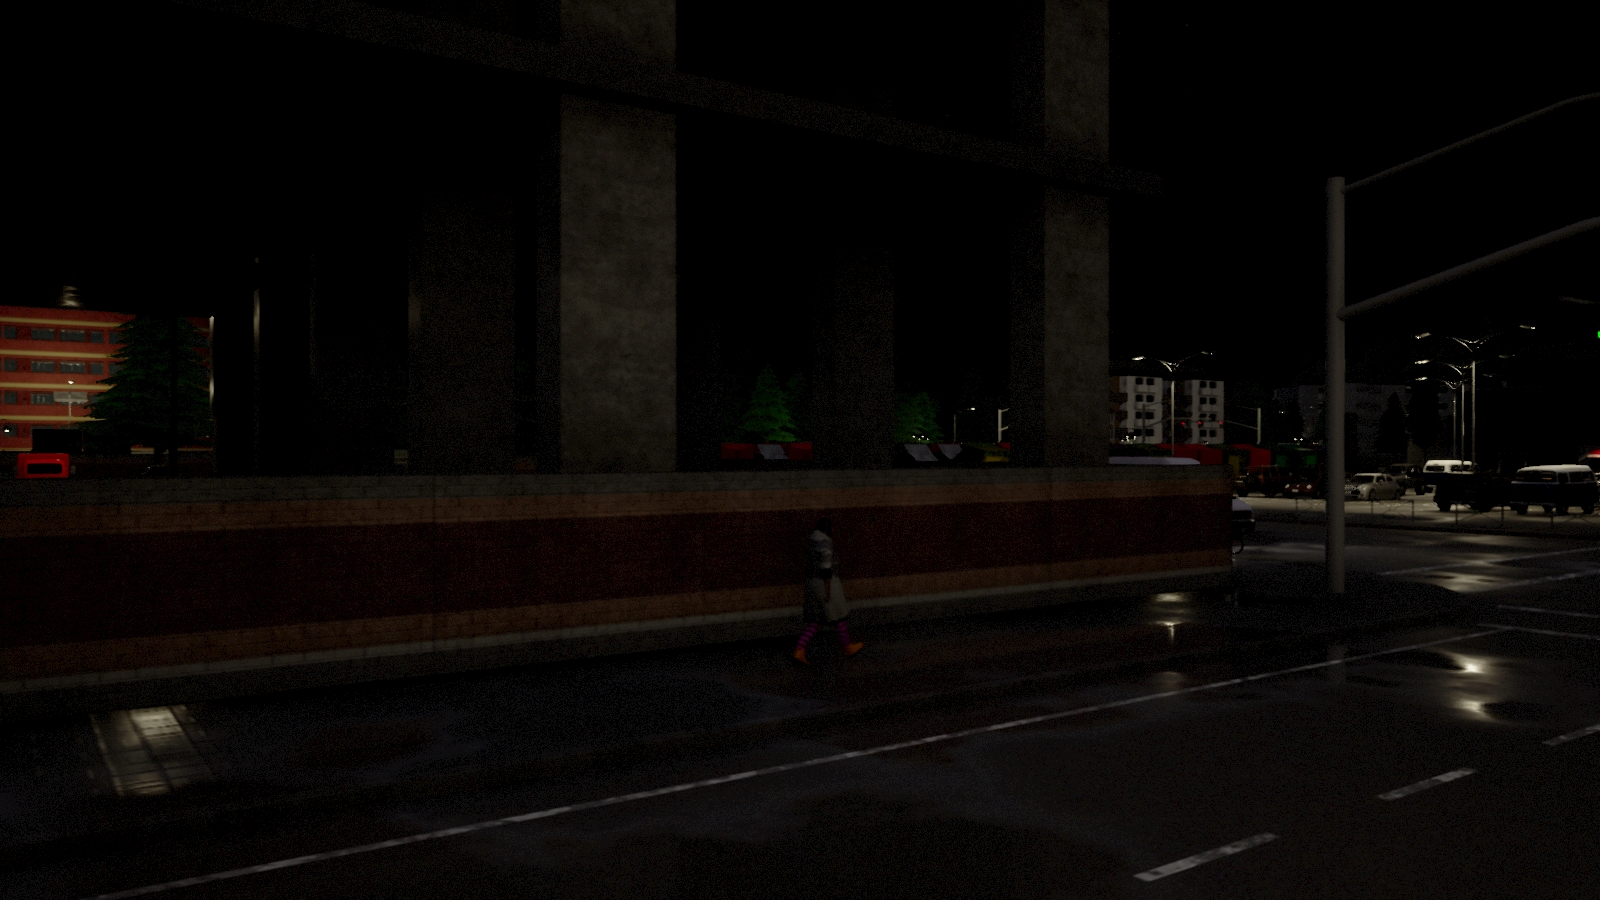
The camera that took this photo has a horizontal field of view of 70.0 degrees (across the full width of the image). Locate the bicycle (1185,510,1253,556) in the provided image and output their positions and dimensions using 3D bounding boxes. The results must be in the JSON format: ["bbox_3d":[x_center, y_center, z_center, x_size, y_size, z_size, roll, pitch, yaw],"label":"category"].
[{"bbox_3d":[11.174,2.197,30.487,0.859,1.126,1.487,0,0,-35],"label":"bicycle"}]

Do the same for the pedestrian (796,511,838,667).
[{"bbox_3d":[0.209,1.703,14.117,0.375,1.860,0.375,0,0,-32],"label":"pedestrian"}]

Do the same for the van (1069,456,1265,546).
[{"bbox_3d":[11.453,1.501,36.179,1.988,2.561,5.915,0,0,-35],"label":"van"}]
